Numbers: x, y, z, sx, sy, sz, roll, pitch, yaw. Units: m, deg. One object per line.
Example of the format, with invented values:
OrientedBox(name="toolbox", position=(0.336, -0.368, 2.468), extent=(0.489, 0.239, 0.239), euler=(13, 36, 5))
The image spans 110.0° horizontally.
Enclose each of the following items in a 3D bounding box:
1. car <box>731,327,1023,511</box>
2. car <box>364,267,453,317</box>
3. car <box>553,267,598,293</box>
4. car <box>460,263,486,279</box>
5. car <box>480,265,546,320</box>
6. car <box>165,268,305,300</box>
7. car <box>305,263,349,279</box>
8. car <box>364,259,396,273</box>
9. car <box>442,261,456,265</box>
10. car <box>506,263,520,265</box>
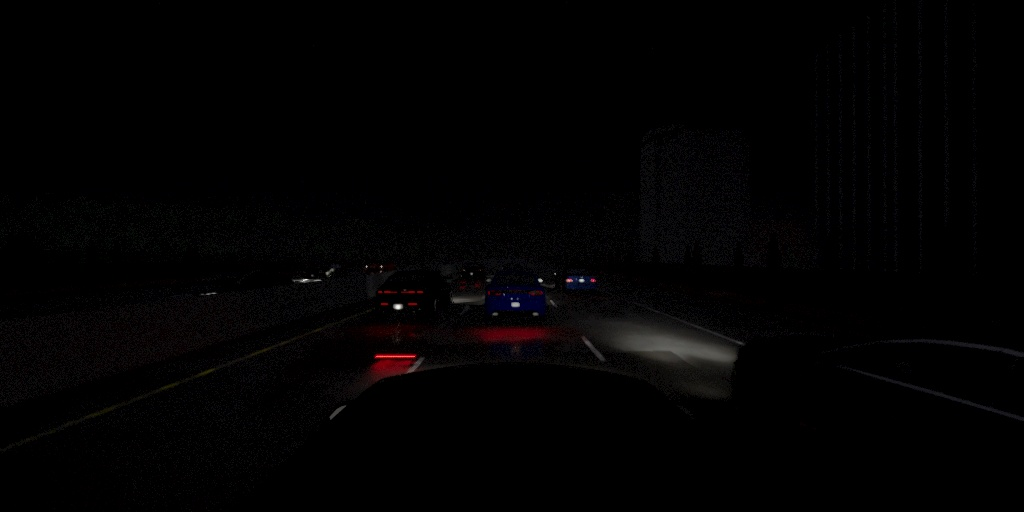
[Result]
OrientedBox(name="car", position=(3.607, 1.243, 2.441), extent=(2.128, 1.511, 4.902), euler=(0, 0, 0))
OrientedBox(name="car", position=(-3.403, 1.264, 13.118), extent=(1.837, 1.490, 4.892), euler=(0, 0, 0))
OrientedBox(name="car", position=(3.594, 1.320, 21.026), extent=(2.033, 1.411, 5.357), euler=(0, 0, 0))
OrientedBox(name="car", position=(-3.422, 1.324, 32.575), extent=(1.812, 1.442, 4.674), euler=(0, 0, 0))
OrientedBox(name="car", position=(0.097, 1.237, 12.664), extent=(1.882, 1.535, 5.008), euler=(0, 0, 0))
OrientedBox(name="car", position=(-10.601, 1.250, 13.888), extent=(2.128, 1.511, 4.902), euler=(0, 0, 0))
OrientedBox(name="car", position=(-17.575, 1.348, 34.220), extent=(2.033, 1.411, 5.357), euler=(0, 0, 0))
OrientedBox(name="car", position=(-14.075, 1.163, 38.422), extent=(2.097, 1.767, 4.553), euler=(0, 0, 0))
OrientedBox(name="car", position=(-10.515, 1.490, 60.611), extent=(1.895, 1.301, 4.718), euler=(0, 0, 0))
OrientedBox(name="car", position=(0.092, 1.342, 31.106), extent=(2.033, 1.411, 5.357), euler=(0, 0, 0))
